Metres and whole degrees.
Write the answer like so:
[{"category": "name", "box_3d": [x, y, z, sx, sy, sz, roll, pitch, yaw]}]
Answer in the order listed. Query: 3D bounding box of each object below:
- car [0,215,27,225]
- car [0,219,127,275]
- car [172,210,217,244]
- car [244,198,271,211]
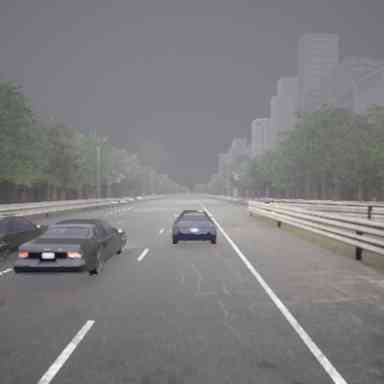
[{"category": "car", "box_3d": [-6.896, 1.547, 11.916, 2.033, 1.411, 5.357, 0, 0, 0]}, {"category": "car", "box_3d": [-3.400, 1.547, 10.366, 2.033, 1.411, 5.357, 0, 0, 0]}, {"category": "car", "box_3d": [0.104, 1.563, 15.911, 1.994, 1.385, 4.181, 0, 0, 0]}, {"category": "car", "box_3d": [8.296, 1.546, 41.901, 2.128, 1.511, 4.902, 0, 0, -20]}]
